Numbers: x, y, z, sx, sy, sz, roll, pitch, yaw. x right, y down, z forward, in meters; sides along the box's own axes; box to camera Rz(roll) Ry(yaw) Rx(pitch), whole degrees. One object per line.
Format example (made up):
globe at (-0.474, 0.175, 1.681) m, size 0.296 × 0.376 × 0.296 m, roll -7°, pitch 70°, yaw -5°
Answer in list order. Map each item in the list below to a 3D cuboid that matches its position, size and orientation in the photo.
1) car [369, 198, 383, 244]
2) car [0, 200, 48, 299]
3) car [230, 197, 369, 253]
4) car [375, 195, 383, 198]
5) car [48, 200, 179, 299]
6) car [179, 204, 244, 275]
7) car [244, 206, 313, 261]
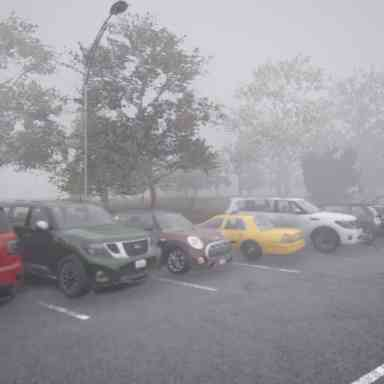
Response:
car at (6.426, 1.308, 15.505) m, size 4.553 × 1.767 × 2.185 m, roll -1°, pitch 0°, yaw 36°
car at (-5.860, 1.236, 7.091) m, size 5.566 × 2.045 × 2.435 m, roll -1°, pitch 0°, yaw 35°
car at (3.964, 1.210, 13.841) m, size 5.566 × 2.045 × 2.435 m, roll -1°, pitch -1°, yaw 36°
car at (11.315, 1.098, 18.846) m, size 5.566 × 2.045 × 2.435 m, roll -1°, pitch 0°, yaw 36°
car at (-3.373, 1.235, 8.774) m, size 5.566 × 2.045 × 2.435 m, roll -1°, pitch -1°, yaw 35°
car at (-0.986, 1.361, 10.502) m, size 4.553 × 1.767 × 2.185 m, roll -1°, pitch -1°, yaw 35°
car at (1.327, 1.478, 12.271) m, size 5.366 × 1.575 × 1.946 m, roll -1°, pitch 0°, yaw 35°
